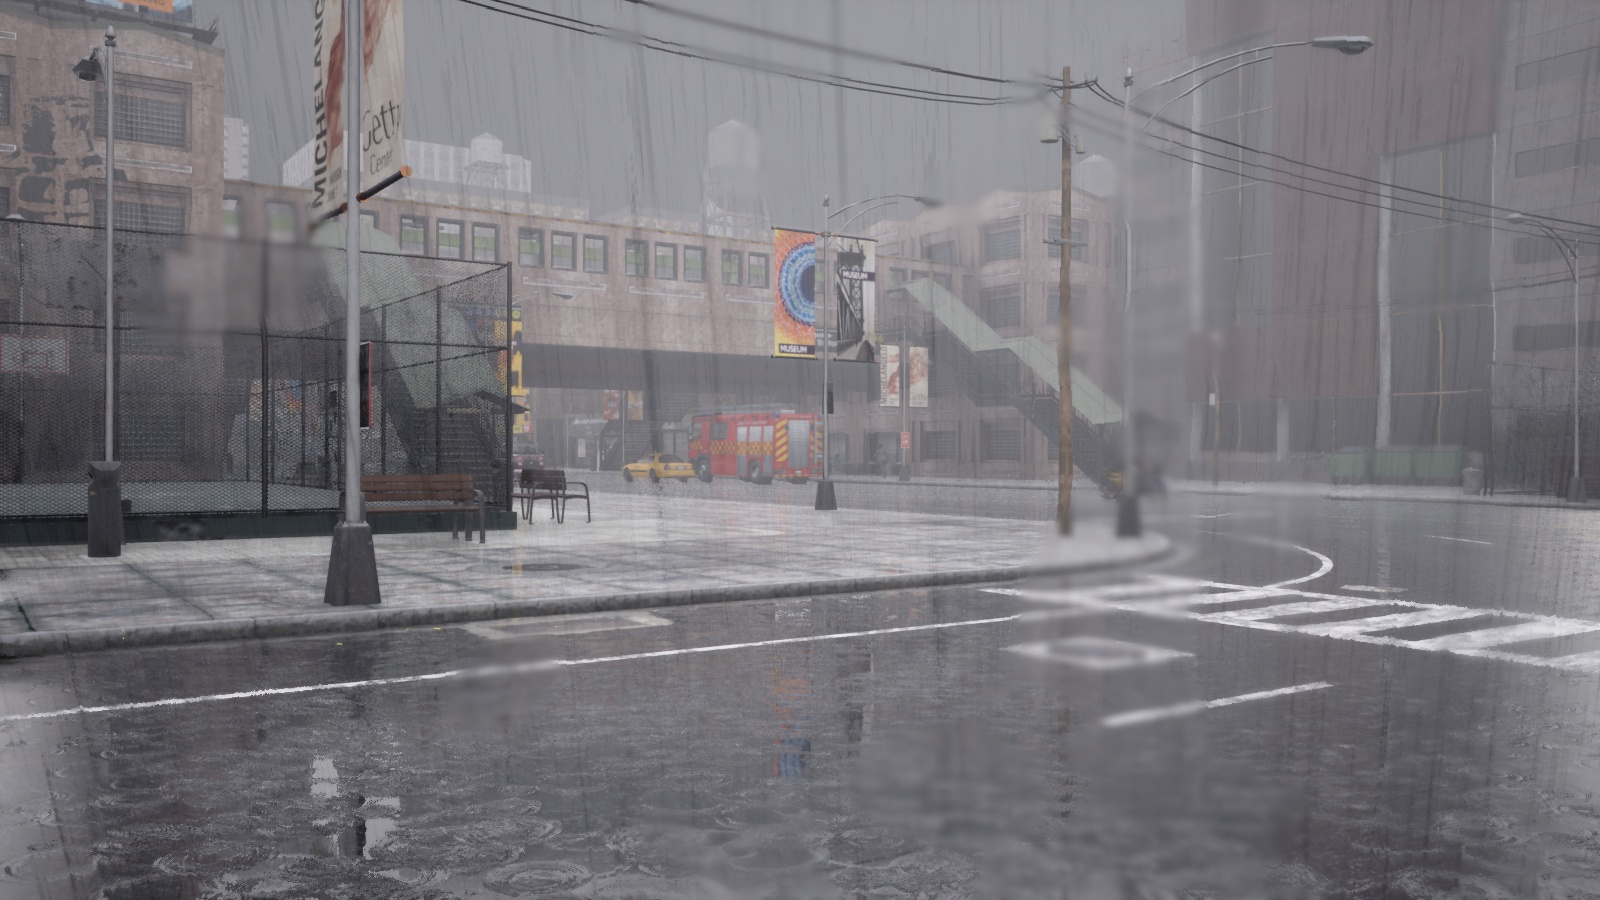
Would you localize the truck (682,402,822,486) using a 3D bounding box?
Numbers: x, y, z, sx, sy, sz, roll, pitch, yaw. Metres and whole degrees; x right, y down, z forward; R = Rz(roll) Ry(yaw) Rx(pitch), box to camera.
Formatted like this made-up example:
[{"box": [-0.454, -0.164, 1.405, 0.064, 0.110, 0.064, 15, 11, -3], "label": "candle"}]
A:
[{"box": [-2.516, -0.263, 62.060, 2.891, 3.827, 8.468, 0, 0, -34], "label": "truck"}]

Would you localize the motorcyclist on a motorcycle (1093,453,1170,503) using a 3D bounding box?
[{"box": [10.435, 0.854, 39.562, 2.191, 1.530, 0.866, 0, 0, 41], "label": "motorcyclist on a motorcycle"}]

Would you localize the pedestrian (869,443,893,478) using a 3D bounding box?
[{"box": [4.358, 0.557, 67.533, 0.874, 1.855, 0.900, 0, 0, -33], "label": "pedestrian"}]

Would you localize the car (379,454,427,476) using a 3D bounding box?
[{"box": [-27.400, 1.020, 86.562, 1.837, 1.490, 4.892, 0, 0, -34], "label": "car"}]

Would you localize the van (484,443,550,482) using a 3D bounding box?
[{"box": [-15.602, 0.670, 69.115, 2.069, 2.038, 4.480, 0, 0, -34], "label": "van"}]

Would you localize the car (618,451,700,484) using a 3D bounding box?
[{"box": [-7.101, 0.852, 62.643, 1.801, 1.575, 5.366, 0, 0, -34], "label": "car"}]
